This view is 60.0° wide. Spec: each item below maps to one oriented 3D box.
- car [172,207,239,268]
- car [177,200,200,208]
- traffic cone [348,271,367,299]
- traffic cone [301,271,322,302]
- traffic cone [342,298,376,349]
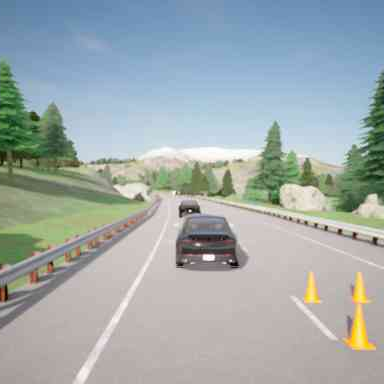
[{"bbox_3d":[0.413,1.486,11.243,1.837,1.490,4.892,0,0,-1],"label":"car"},{"bbox_3d":[-0.280,1.425,30.261,1.882,1.535,5.008,0,0,-3],"label":"car"},{"bbox_3d":[3.478,1.950,6.909,0.340,0.580,0.340,0,0,0],"label":"traffic cone"},{"bbox_3d":[2.478,1.948,6.916,0.340,0.580,0.340,0,0,0],"label":"traffic cone"},{"bbox_3d":[2.464,1.951,4.917,0.340,0.580,0.340,0,0,0],"label":"traffic cone"}]
